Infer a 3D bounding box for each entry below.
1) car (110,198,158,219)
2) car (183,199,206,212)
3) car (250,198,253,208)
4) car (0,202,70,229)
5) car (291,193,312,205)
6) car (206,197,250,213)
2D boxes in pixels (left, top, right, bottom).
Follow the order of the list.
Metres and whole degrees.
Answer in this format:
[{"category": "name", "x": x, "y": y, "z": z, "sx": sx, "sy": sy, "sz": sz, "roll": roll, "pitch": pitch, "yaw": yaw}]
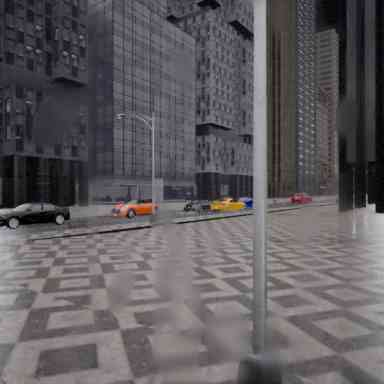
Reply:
[{"category": "car", "x": -5.030, "y": 1.320, "z": 29.385, "sx": 2.097, "sy": 1.767, "sz": 4.553, "roll": 0, "pitch": 0, "yaw": 36}, {"category": "car", "x": 0.869, "y": 1.519, "z": 37.446, "sx": 1.994, "sy": 1.385, "sz": 4.181, "roll": 0, "pitch": 0, "yaw": 36}, {"category": "car", "x": 6.888, "y": 1.419, "z": 45.596, "sx": 1.882, "sy": 1.535, "sz": 5.008, "roll": 0, "pitch": 0, "yaw": 38}, {"category": "car", "x": -10.520, "y": 1.458, "z": 21.882, "sx": 1.882, "sy": 1.535, "sz": 5.008, "roll": 0, "pitch": 0, "yaw": 36}, {"category": "car", "x": 18.574, "y": 1.140, "z": 56.228, "sx": 2.150, "sy": 2.045, "sz": 5.566, "roll": 0, "pitch": 0, "yaw": 36}, {"category": "car", "x": 4.016, "y": 1.431, "z": 36.335, "sx": 1.882, "sy": 1.535, "sz": 5.008, "roll": 0, "pitch": 0, "yaw": 36}]
